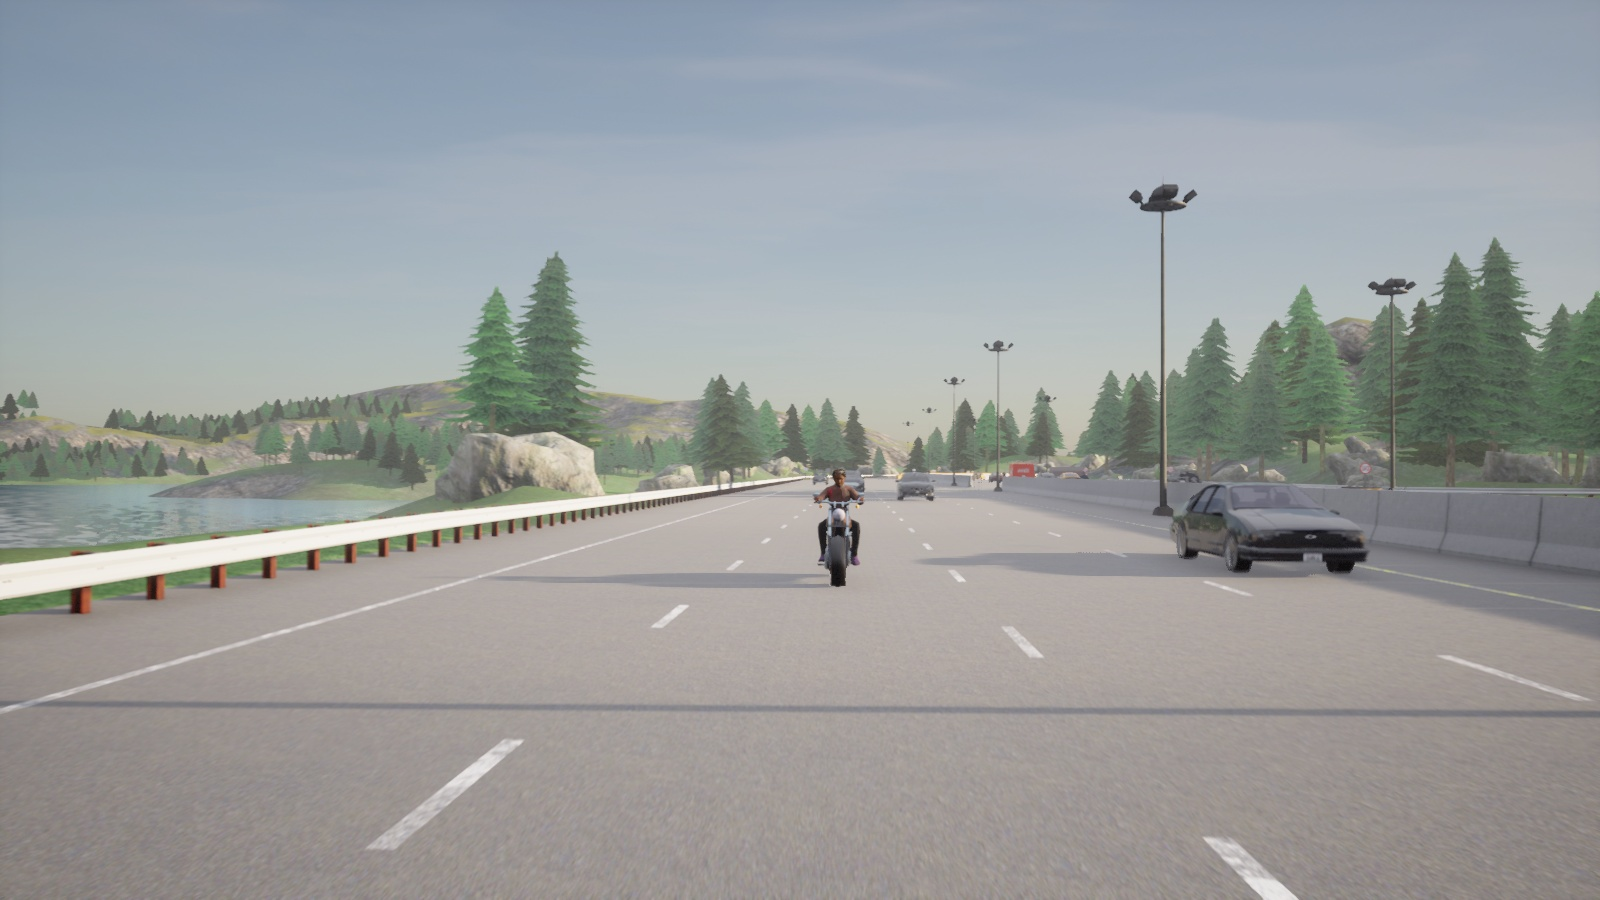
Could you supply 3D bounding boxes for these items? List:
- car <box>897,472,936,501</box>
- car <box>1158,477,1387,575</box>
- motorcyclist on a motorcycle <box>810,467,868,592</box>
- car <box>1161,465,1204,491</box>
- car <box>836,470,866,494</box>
[{"bbox_3d":[6.200,1.920,67.191,1.837,1.490,4.892,0,-1,2],"label":"car"},{"bbox_3d":[7.718,1.186,21.176,2.033,1.411,5.357,0,-1,2],"label":"car"},{"bbox_3d":[0.563,1.060,17.761,0.766,1.649,2.350,0,-1,2],"label":"motorcyclist on a motorcycle"},{"bbox_3d":[28.342,2.080,93.251,1.932,1.855,4.605,0,-1,2],"label":"car"},{"bbox_3d":[3.536,2.181,86.652,2.033,1.649,4.856,0,-1,2],"label":"car"}]
